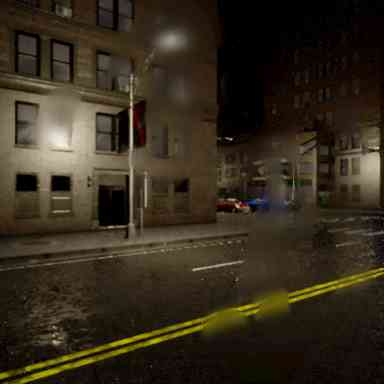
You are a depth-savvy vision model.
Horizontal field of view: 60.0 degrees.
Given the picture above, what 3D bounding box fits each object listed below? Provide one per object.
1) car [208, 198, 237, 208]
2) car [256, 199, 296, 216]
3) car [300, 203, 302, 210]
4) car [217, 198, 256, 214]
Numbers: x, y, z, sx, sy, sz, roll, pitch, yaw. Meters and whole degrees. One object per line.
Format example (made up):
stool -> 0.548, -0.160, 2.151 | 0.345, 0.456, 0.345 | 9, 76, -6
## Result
car -> 4.229, 1.569, 47.301 | 1.802, 1.307, 4.206 | 0, 0, -35
car -> 7.492, 1.451, 33.161 | 1.882, 1.535, 5.008 | 0, 0, -35
car -> 10.586, 1.556, 38.296 | 1.947, 1.339, 4.313 | 0, 0, -35
car -> 4.030, 1.405, 33.669 | 1.967, 1.590, 4.097 | 0, 0, -35
